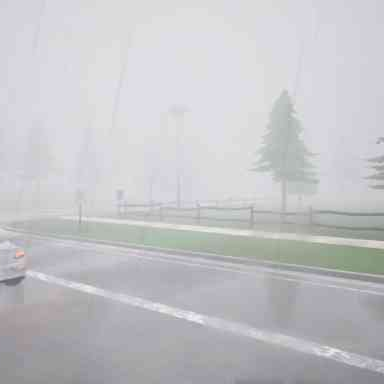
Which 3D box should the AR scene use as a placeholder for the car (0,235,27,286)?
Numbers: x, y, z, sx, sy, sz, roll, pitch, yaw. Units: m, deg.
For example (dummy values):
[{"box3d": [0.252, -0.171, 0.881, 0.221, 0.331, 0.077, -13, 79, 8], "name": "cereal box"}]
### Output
[{"box3d": [-5.847, 1.526, 8.114, 4.674, 1.442, 1.812, 0, 0, 36], "name": "car"}]
